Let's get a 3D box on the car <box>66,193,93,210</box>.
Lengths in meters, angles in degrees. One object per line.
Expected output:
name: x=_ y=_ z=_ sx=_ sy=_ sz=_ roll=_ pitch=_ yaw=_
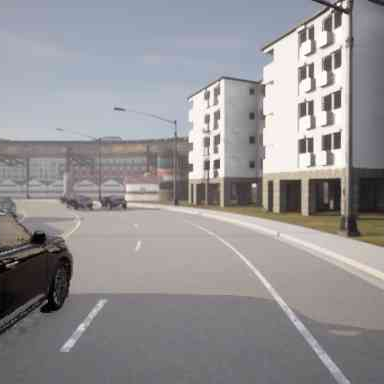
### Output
car: x=-11.822 y=1.081 z=34.723 sx=2.128 sy=1.511 sz=4.902 roll=0 pitch=1 yaw=-34

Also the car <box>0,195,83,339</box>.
car: x=-3.433 y=1.168 z=4.318 sx=2.150 sy=2.045 sz=5.566 roll=0 pitch=1 yaw=-1

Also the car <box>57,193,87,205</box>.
car: x=-16.494 y=0.964 z=45.580 sx=4.892 sy=1.490 sz=1.837 roll=0 pitch=1 yaw=43

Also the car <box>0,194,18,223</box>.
car: x=-13.654 y=1.081 z=23.352 sx=2.097 sy=1.767 sz=4.553 roll=0 pitch=1 yaw=-22

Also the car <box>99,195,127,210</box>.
car: x=-8.670 y=1.076 z=36.331 sx=1.837 sy=1.490 sz=4.892 roll=0 pitch=1 yaw=-33
